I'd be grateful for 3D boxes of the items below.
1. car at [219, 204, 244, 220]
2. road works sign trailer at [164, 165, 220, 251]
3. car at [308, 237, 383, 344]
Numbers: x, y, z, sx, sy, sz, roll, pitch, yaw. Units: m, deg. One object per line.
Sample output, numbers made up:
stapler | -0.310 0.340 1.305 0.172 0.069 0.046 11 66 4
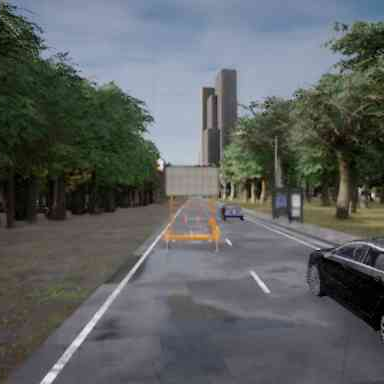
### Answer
car | 3.607 1.837 30.861 2.033 1.411 5.357 0 -1 0
road works sign trailer | 0.003 0.598 14.681 2.380 3.560 2.880 0 -1 0
car | 3.601 1.544 5.854 2.128 1.511 4.902 0 -1 0
